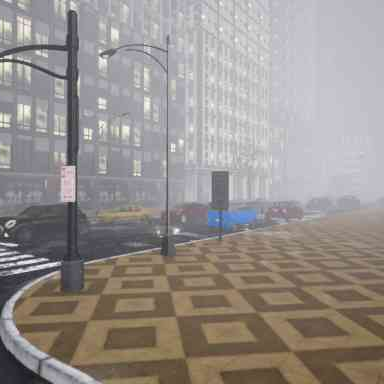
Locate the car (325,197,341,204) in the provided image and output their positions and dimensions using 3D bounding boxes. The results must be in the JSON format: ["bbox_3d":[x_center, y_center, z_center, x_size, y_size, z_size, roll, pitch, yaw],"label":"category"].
[{"bbox_3d":[28.406,1.624,67.008,2.008,1.369,4.403,0,0,38],"label":"car"}]

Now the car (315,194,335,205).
[{"bbox_3d":[25.015,1.380,62.598,2.192,1.841,5.009,0,0,38],"label":"car"}]

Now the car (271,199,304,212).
[{"bbox_3d":[12.008,1.584,41.566,2.033,1.411,5.357,0,0,38],"label":"car"}]

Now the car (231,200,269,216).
[{"bbox_3d":[5.942,1.554,33.730,1.812,1.442,4.674,0,0,37],"label":"car"}]

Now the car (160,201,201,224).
[{"bbox_3d":[-0.341,1.499,25.564,1.882,1.535,5.008,0,0,37],"label":"car"}]

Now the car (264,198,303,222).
[{"bbox_3d":[7.524,1.472,26.918,1.967,1.590,4.097,0,0,38],"label":"car"}]

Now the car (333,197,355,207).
[{"bbox_3d":[23.946,1.552,52.319,2.128,1.511,4.902,0,0,37],"label":"car"}]

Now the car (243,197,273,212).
[{"bbox_3d":[8.059,1.471,40.543,1.967,1.590,4.097,0,0,38],"label":"car"}]

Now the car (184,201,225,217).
[{"bbox_3d":[1.277,1.604,31.721,1.802,1.307,4.206,0,0,38],"label":"car"}]

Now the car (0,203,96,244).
[{"bbox_3d":[-7.337,1.364,16.243,2.097,1.767,4.553,0,0,35],"label":"car"}]

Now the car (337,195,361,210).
[{"bbox_3d":[21.088,1.368,44.561,2.192,1.841,5.009,0,0,38],"label":"car"}]

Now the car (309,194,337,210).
[{"bbox_3d":[16.742,1.398,42.951,2.097,1.767,4.553,0,0,38],"label":"car"}]

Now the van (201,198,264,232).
[{"bbox_3d":[2.565,1.368,20.286,1.690,1.788,3.998,0,0,38],"label":"van"}]

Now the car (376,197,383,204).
[{"bbox_3d":[38.043,1.658,66.615,1.947,1.339,4.313,0,0,38],"label":"car"}]

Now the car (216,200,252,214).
[{"bbox_3d":[4.668,1.571,36.132,1.887,1.381,4.507,0,0,38],"label":"car"}]

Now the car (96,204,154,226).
[{"bbox_3d":[-4.827,1.540,23.995,1.752,1.417,4.829,0,0,38],"label":"car"}]
